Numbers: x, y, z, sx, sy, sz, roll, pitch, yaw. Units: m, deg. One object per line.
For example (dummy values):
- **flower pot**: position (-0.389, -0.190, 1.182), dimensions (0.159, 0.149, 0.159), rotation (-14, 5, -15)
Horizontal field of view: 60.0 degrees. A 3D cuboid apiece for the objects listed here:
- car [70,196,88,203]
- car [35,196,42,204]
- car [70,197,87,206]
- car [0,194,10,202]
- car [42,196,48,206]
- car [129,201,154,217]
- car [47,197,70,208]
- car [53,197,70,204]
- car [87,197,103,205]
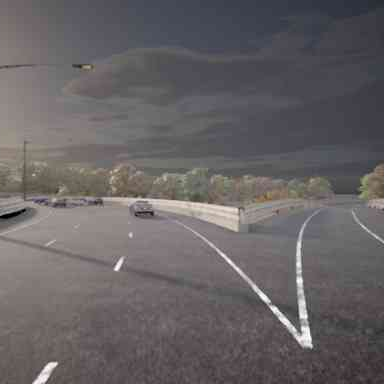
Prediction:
- **car**: position (-23.172, 1.585, 68.176), dimensions (1.895, 1.301, 4.718), rotation (0, 0, -39)
- **car**: position (-28.762, 1.506, 63.964), dimensions (1.882, 1.535, 5.008), rotation (0, 0, -39)
- **car**: position (-20.331, 1.740, 57.880), dimensions (1.895, 1.301, 4.718), rotation (0, 0, -34)
- **car**: position (-47.494, 1.549, 83.075), dimensions (5.566, 2.045, 2.150), rotation (0, 0, 37)
- **car**: position (-23.660, 1.763, 56.579), dimensions (1.895, 1.301, 4.718), rotation (0, 0, -34)
- **car**: position (-4.962, 1.582, 32.375), dimensions (2.033, 1.411, 5.357), rotation (0, 0, -18)
- **car**: position (-20.922, 1.648, 51.983), dimensions (1.837, 1.490, 4.892), rotation (0, 0, -31)
- **car**: position (-25.976, 1.604, 66.082), dimensions (1.895, 1.301, 4.718), rotation (0, 0, -39)
- **car**: position (-17.430, 1.624, 59.826), dimensions (1.837, 1.490, 4.892), rotation (0, 0, -34)
